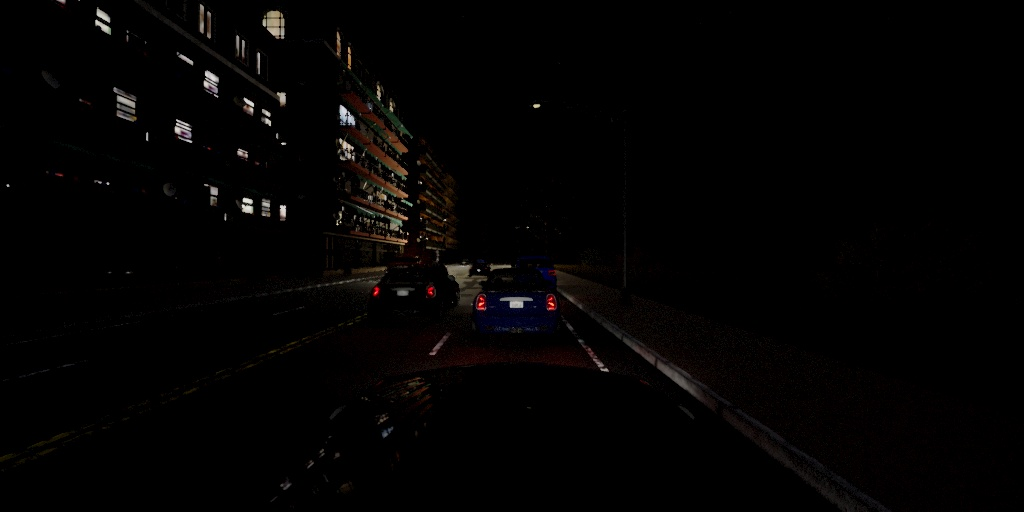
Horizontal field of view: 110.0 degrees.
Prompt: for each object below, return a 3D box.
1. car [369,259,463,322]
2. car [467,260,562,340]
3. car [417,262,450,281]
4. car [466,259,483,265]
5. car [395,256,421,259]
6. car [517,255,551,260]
[{"bbox_3d":[-3.151,1.103,12.459,2.097,1.767,4.553,0,0,0],"label":"car"},{"bbox_3d":[0.098,1.103,10.109,2.097,1.767,4.553,0,0,0],"label":"car"},{"bbox_3d":[-6.597,1.278,30.548,1.812,1.442,4.674,0,0,0],"label":"car"},{"bbox_3d":[-3.144,1.316,36.064,1.994,1.385,4.181,0,0,0],"label":"car"},{"bbox_3d":[-9.846,0.973,33.302,2.150,2.045,5.566,0,0,0],"label":"car"},{"bbox_3d":[1.139,0.977,19.683,2.150,2.045,5.566,0,0,0],"label":"car"}]
